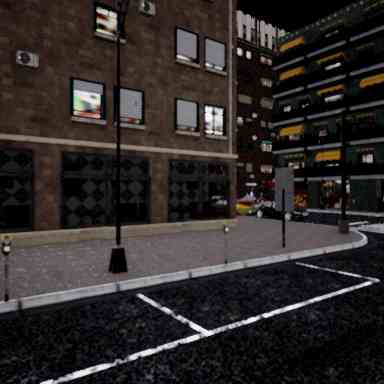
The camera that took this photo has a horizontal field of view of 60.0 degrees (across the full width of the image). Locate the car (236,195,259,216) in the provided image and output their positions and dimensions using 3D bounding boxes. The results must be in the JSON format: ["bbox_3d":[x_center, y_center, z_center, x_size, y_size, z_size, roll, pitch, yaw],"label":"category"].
[{"bbox_3d":[3.254,1.230,28.653,1.752,1.417,4.829,1,0,-36],"label":"car"}]

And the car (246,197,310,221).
[{"bbox_3d":[6.424,1.331,24.285,2.008,1.369,4.403,1,0,-36],"label":"car"}]

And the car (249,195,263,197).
[{"bbox_3d":[6.686,1.070,38.192,1.967,1.590,4.097,1,0,-36],"label":"car"}]
